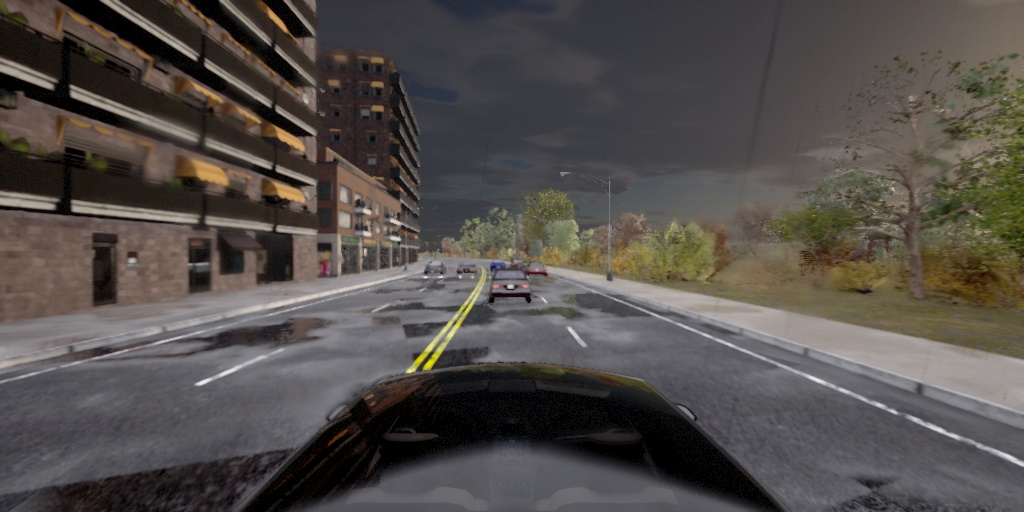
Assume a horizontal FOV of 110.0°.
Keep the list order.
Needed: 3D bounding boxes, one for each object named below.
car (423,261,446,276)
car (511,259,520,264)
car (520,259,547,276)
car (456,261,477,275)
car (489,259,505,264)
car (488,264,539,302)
[{"bbox_3d":[-7.863,1.221,36.956,1.812,1.442,4.674,0,0,-4],"label":"car"},{"bbox_3d":[0.886,1.162,50.539,1.812,1.442,4.674,0,0,-6],"label":"car"},{"bbox_3d":[2.210,1.241,35.255,1.994,1.385,4.181,0,0,-4],"label":"car"},{"bbox_3d":[-4.635,1.251,37.373,1.994,1.385,4.181,0,0,-4],"label":"car"},{"bbox_3d":[-1.881,1.134,46.117,1.882,1.535,5.008,0,0,-5],"label":"car"},{"bbox_3d":[-0.127,1.271,16.891,2.033,1.411,5.357,0,0,-2],"label":"car"}]
